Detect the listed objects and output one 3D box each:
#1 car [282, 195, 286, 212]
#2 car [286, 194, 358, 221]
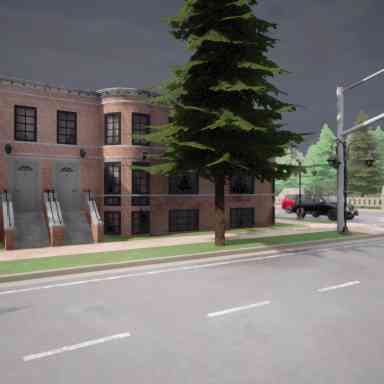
[{"bbox_3d":[11.598,1.221,33.556,2.150,2.045,5.566,0,0,-30],"label":"car"},{"bbox_3d":[10.933,1.221,27.782,2.150,2.045,5.566,0,0,-28],"label":"car"}]
